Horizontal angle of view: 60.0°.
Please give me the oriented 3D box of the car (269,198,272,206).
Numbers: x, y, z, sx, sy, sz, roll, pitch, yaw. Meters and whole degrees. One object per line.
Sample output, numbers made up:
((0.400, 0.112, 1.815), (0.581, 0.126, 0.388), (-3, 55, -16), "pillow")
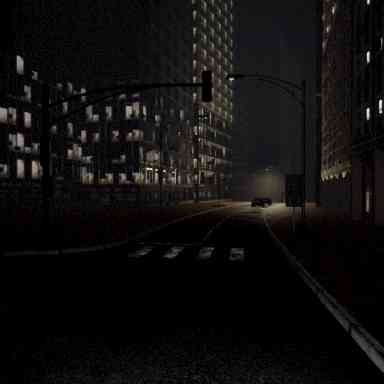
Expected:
((13.492, 1.732, 60.827), (1.837, 1.490, 4.892), (0, 0, 21), "car")

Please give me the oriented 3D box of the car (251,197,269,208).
((10.300, 1.669, 51.324), (1.837, 1.490, 4.892), (0, 0, 17), "car")
